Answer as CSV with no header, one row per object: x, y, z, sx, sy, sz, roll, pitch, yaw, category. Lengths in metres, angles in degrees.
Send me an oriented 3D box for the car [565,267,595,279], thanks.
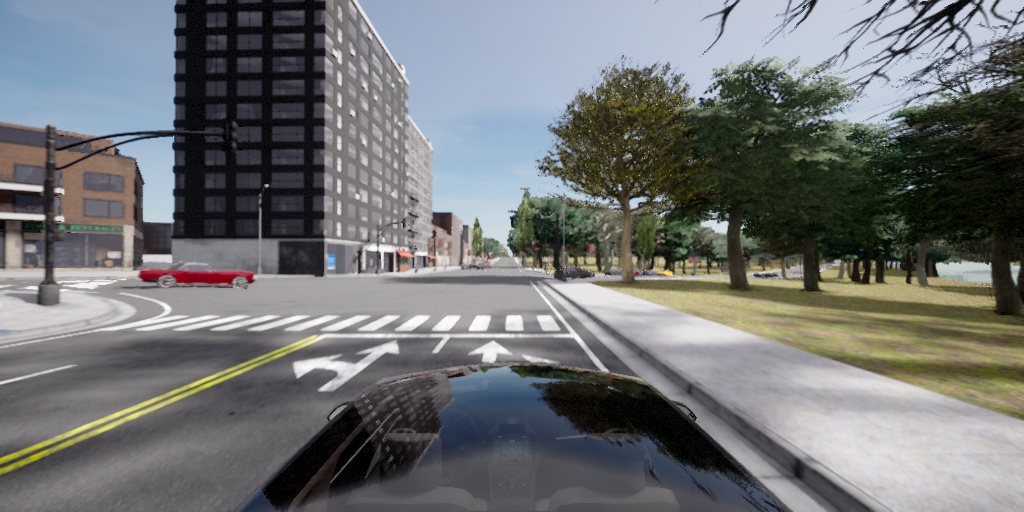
7.721,2.056,42.448,5.357,1.411,2.033,5,-4,-45,car

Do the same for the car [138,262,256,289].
-16.618,1.019,19.228,4.718,1.301,1.895,5,-3,-43,car
